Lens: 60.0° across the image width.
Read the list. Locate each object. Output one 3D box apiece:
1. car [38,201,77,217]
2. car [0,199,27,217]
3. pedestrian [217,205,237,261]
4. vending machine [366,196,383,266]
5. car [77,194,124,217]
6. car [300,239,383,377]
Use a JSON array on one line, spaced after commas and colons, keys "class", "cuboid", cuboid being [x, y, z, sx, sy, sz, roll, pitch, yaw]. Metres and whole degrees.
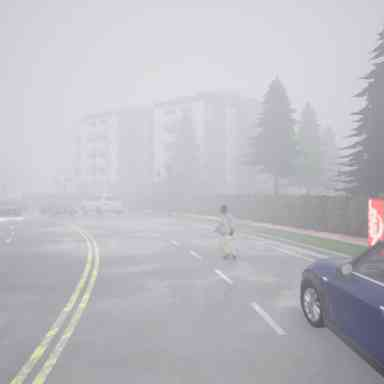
[{"class": "car", "cuboid": [-12.575, 1.547, 31.018, 2.033, 1.411, 5.357, 0, 0, -44]}, {"class": "car", "cuboid": [-17.083, 1.563, 30.165, 4.181, 1.385, 1.994, 0, 0, 42]}, {"class": "pedestrian", "cuboid": [1.112, 1.294, 10.714, 0.375, 1.860, 0.375, 0, 0, -14]}, {"class": "vending machine", "cuboid": [6.265, 1.195, 10.471, 1.100, 2.100, 0.880, 0, 0, -12]}, {"class": "car", "cuboid": [-8.628, 1.219, 31.784, 2.150, 2.045, 5.566, 0, 0, -41]}, {"class": "car", "cuboid": [3.082, 1.352, 4.188, 2.097, 1.767, 4.553, 0, 0, -3]}]
